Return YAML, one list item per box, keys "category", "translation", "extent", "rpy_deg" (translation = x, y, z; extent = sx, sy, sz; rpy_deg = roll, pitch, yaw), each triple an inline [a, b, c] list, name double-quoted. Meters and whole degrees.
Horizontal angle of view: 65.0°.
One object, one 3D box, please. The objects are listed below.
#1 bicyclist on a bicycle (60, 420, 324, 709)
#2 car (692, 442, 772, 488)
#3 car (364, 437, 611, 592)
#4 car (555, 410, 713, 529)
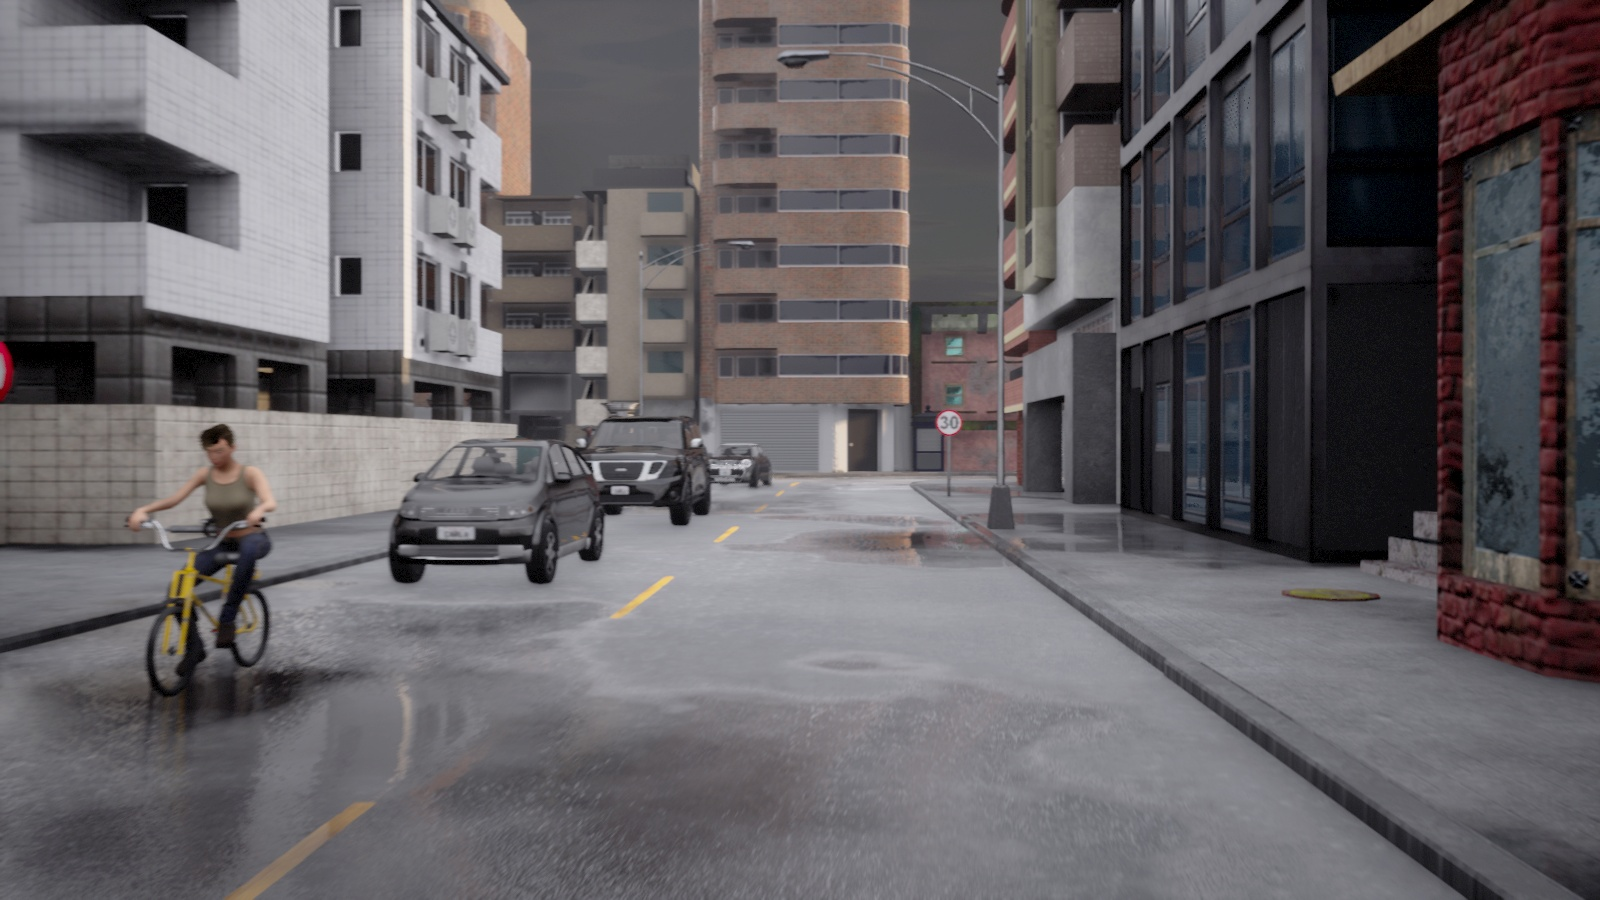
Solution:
- category: "bicyclist on a bicycle"
  translation: [-3.686, 0.635, 7.772]
  extent: [0.866, 1.612, 1.509]
  rpy_deg: [0, 0, 2]
- category: "car"
  translation: [-2.245, 0.469, 42.680]
  extent: [1.970, 1.475, 3.806]
  rpy_deg: [0, 0, 9]
- category: "car"
  translation: [-3.422, 0.639, 14.468]
  extent: [1.789, 1.549, 3.705]
  rpy_deg: [0, 0, 2]
- category: "car"
  translation: [-3.049, 0.324, 24.394]
  extent: [2.150, 2.045, 5.566]
  rpy_deg: [0, 0, 2]
